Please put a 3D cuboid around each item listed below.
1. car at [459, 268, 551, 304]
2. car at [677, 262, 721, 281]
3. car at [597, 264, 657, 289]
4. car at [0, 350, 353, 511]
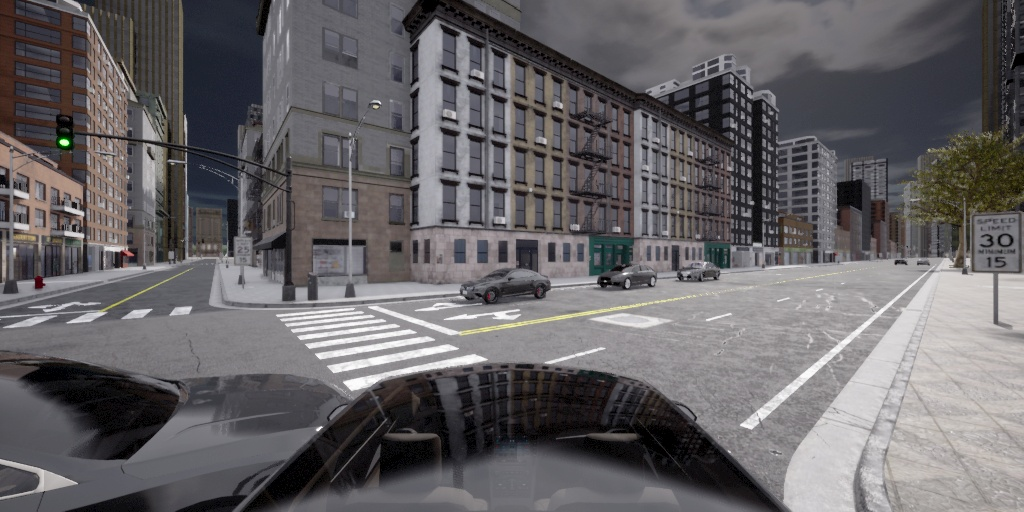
[{"bbox_3d":[-0.194,1.285,16.647,4.674,1.442,1.812,0,0,-40],"label":"car"},{"bbox_3d":[15.389,1.233,29.486,4.902,1.511,2.128,0,0,-39],"label":"car"},{"bbox_3d":[7.440,1.256,22.942,4.892,1.490,1.837,0,0,-39],"label":"car"},{"bbox_3d":[-3.239,1.257,1.646,4.892,1.490,1.837,0,0,-35],"label":"car"}]
